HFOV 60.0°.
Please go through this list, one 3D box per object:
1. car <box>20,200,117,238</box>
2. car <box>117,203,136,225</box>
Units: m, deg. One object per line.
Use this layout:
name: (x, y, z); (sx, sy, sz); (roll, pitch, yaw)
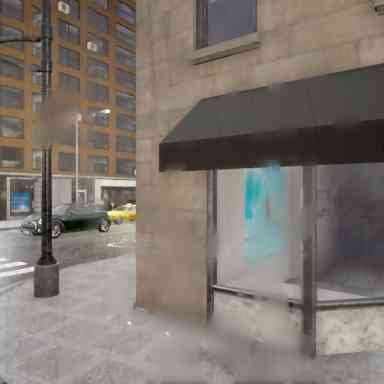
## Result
car: (-6.634, 1.366, 17.825); (2.097, 1.767, 4.553); (0, 0, 36)
car: (-4.829, 1.548, 24.650); (1.752, 1.417, 4.829); (0, 0, 36)
